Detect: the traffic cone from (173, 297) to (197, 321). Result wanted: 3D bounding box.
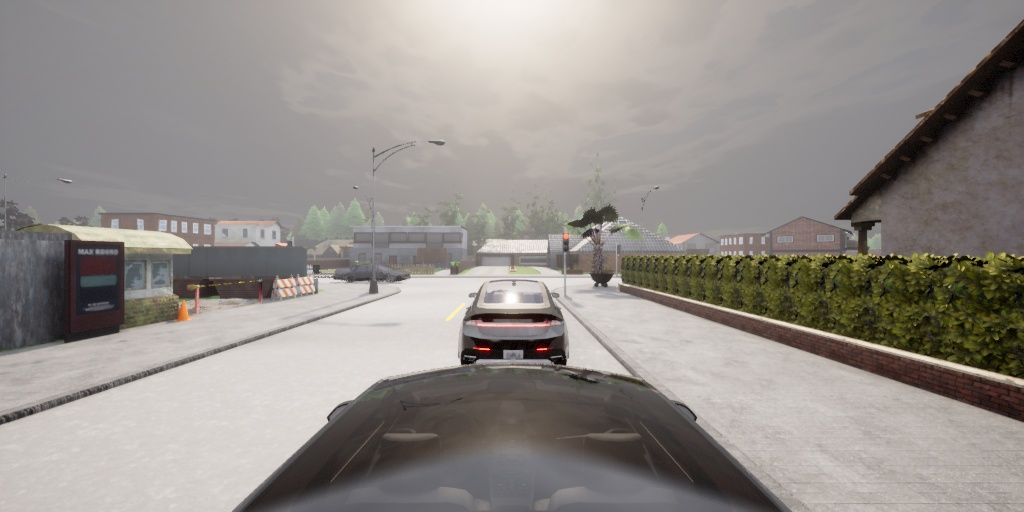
[{"bbox_3d":[-9.672,1.598,10.550,0.344,0.586,0.344,0,0,0],"label":"traffic cone"}]

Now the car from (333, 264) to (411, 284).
[{"bbox_3d":[-10.392,1.297,26.768,5.357,1.411,2.033,0,0,0],"label":"car"}]

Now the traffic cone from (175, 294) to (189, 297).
[{"bbox_3d":[-10.392,1.568,11.070,0.344,0.586,0.344,0,0,0],"label":"traffic cone"}]

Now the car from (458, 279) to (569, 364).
[{"bbox_3d":[0.042,1.242,7.724,2.128,1.511,4.902,0,0,1],"label":"car"}]
